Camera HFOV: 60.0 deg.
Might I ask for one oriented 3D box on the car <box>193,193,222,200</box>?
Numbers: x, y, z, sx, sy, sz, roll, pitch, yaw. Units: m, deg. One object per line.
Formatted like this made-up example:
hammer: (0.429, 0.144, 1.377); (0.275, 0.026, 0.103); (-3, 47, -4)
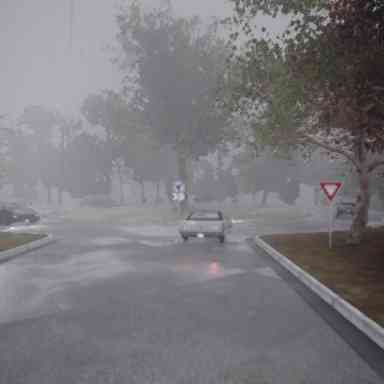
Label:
car: (2.342, 0.845, 50.394); (4.674, 1.442, 1.812); (0, 0, 13)

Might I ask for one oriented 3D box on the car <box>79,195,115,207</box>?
car: (-13.001, 1.188, 45.797); (4.902, 1.511, 2.128); (0, 0, -43)

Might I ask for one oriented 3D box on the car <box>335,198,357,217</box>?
car: (13.448, 1.302, 28.625); (2.128, 1.511, 4.902); (1, 1, 25)

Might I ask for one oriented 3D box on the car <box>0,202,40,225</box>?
car: (-12.341, 1.397, 22.668); (5.357, 1.411, 2.033); (0, 1, 42)

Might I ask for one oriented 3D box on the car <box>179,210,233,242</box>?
car: (0.824, 1.495, 15.950); (1.895, 1.301, 4.718); (0, 0, 12)
